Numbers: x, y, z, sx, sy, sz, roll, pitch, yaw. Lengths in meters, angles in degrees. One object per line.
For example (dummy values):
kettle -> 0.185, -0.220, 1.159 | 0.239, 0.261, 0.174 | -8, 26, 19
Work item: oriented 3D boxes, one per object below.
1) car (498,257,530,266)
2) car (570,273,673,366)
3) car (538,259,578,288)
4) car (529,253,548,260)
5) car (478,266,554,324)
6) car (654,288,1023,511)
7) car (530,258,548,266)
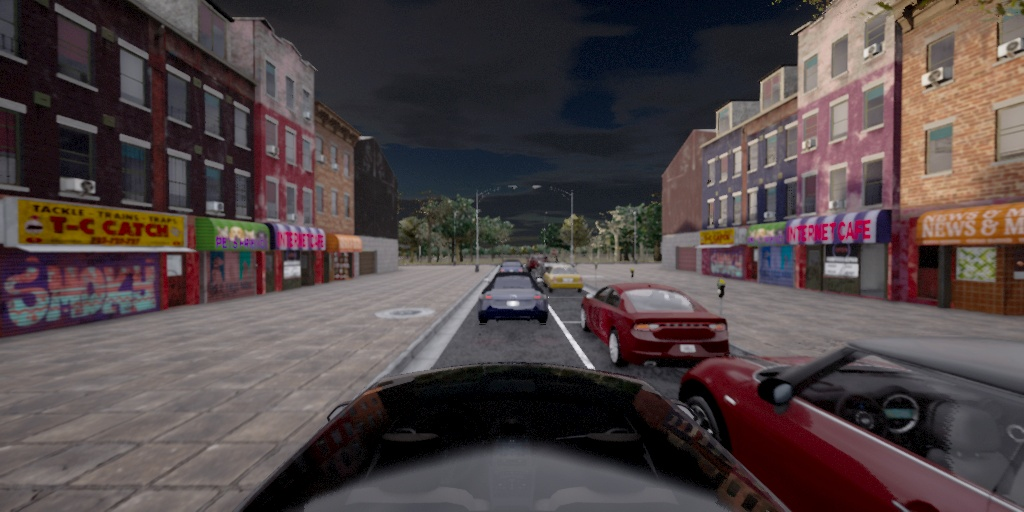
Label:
car -> -0.024, 0.980, 26.051 | 2.033, 1.411, 5.357 | 0, 1, 0
car -> 2.617, 1.214, 7.597 | 1.888, 1.381, 4.507 | 0, 0, 0
car -> 2.574, 1.047, 18.856 | 1.751, 1.417, 4.829 | 0, 0, 0
car -> 2.512, 0.634, 35.320 | 2.192, 1.841, 5.009 | 0, 0, 0
car -> 0.033, 1.182, 11.368 | 1.994, 1.385, 4.181 | 0, 1, 0
car -> 2.639, 1.185, 2.052 | 1.967, 1.591, 4.097 | 0, 0, 0
car -> 2.554, 1.005, 24.230 | 2.007, 1.370, 4.403 | 0, 0, 0
